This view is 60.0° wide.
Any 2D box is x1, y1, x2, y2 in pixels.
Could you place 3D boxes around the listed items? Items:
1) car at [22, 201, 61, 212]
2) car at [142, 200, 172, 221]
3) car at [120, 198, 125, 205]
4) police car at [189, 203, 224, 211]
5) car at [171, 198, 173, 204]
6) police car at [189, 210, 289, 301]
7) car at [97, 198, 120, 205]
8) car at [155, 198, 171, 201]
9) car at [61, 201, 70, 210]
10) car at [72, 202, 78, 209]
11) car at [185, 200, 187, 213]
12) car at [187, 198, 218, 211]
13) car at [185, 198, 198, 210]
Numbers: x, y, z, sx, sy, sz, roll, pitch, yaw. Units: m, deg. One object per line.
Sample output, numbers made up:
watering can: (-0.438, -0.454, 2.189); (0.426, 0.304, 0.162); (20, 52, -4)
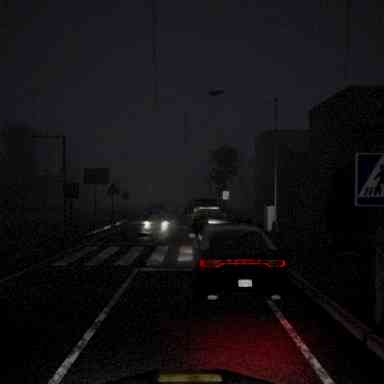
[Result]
car: (-21.996, 2.129, 48.006); (4.674, 1.452, 2.002); (0, -1, 0)
car: (-3.287, 1.873, 32.089); (1.882, 1.535, 5.008); (0, -1, 0)
car: (-21.983, 2.800, 91.752); (5.008, 1.535, 2.097); (0, -1, 0)
police car: (0.943, 1.609, 18.593); (1.930, 1.638, 5.238); (0, -1, 0)
car: (-8.927, 2.551, 91.749); (5.566, 2.045, 2.435); (0, -1, 0)
police car: (0.956, 1.467, 8.582); (1.930, 1.638, 5.238); (0, -1, 0)
car: (-21.975, 2.693, 86.185); (5.008, 1.535, 2.097); (0, -1, 0)
car: (-8.893, 2.747, 88.943); (4.892, 1.521, 2.231); (0, -1, 0)
car: (-21.992, 2.141, 51.282); (4.892, 1.521, 2.231); (0, -1, 0)
car: (-22.002, 2.192, 54.555); (5.008, 1.535, 2.097); (0, -1, 0)
car: (-0.028, 2.112, 45.824); (1.837, 1.490, 4.892); (0, -1, 0)
car: (0.940, 1.501, 24.518); (2.150, 2.045, 5.566); (0, -1, 0)
car: (-0.044, 2.035, 59.259); (2.150, 2.045, 5.566); (0, -1, 0)
